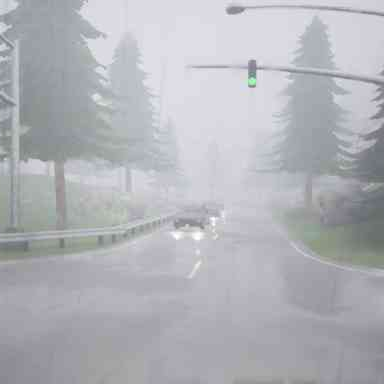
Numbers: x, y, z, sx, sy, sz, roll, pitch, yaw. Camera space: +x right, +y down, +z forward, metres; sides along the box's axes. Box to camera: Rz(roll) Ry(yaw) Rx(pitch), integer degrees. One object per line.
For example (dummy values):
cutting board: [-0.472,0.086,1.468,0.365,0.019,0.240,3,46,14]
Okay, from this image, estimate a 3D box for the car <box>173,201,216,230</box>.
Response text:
car: [0.130,1.578,21.930,2.033,1.411,5.357,0,0,9]

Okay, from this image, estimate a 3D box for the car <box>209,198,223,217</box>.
car: [1.624,1.608,31.739,1.994,1.385,4.181,0,0,9]
